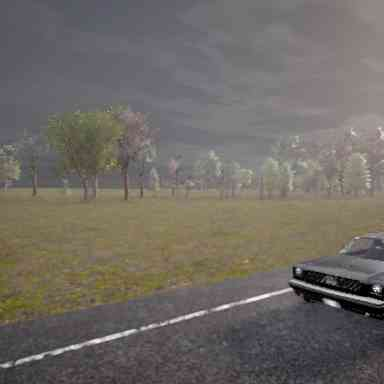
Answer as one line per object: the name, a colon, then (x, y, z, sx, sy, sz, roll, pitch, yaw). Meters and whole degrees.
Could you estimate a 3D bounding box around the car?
car: (4.181, 1.586, 6.976, 4.718, 1.301, 1.895, 0, 0, -36)
